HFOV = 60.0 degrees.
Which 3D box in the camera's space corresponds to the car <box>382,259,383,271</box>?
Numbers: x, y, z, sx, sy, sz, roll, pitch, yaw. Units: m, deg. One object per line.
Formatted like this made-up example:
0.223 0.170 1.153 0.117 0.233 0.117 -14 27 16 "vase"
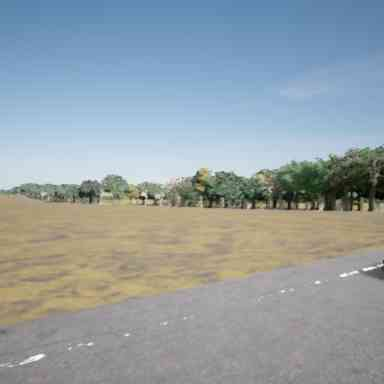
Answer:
7.035 1.593 9.119 4.181 1.385 1.994 0 0 -36 "car"
